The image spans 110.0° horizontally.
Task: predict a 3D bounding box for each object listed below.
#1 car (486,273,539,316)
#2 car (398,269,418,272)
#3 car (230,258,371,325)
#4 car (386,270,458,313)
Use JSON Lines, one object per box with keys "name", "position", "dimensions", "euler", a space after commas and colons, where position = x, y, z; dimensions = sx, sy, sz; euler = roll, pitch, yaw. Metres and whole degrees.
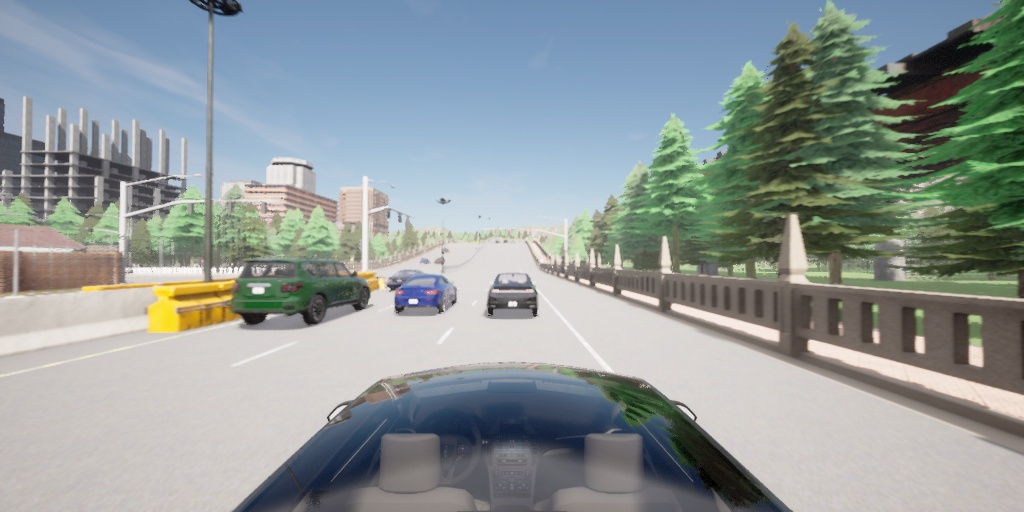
{"name": "car", "position": [0.043, 1.417, 14.299], "dimensions": [2.128, 1.511, 4.902], "euler": [0, -1, 1]}
{"name": "car", "position": [-7.003, 1.618, 24.784], "dimensions": [2.033, 1.411, 5.357], "euler": [0, -1, 0]}
{"name": "car", "position": [-6.980, 1.118, 12.603], "dimensions": [2.150, 2.045, 5.566], "euler": [0, -1, 1]}
{"name": "car", "position": [-3.450, 1.459, 14.916], "dimensions": [1.812, 1.442, 4.674], "euler": [0, -1, 1]}
